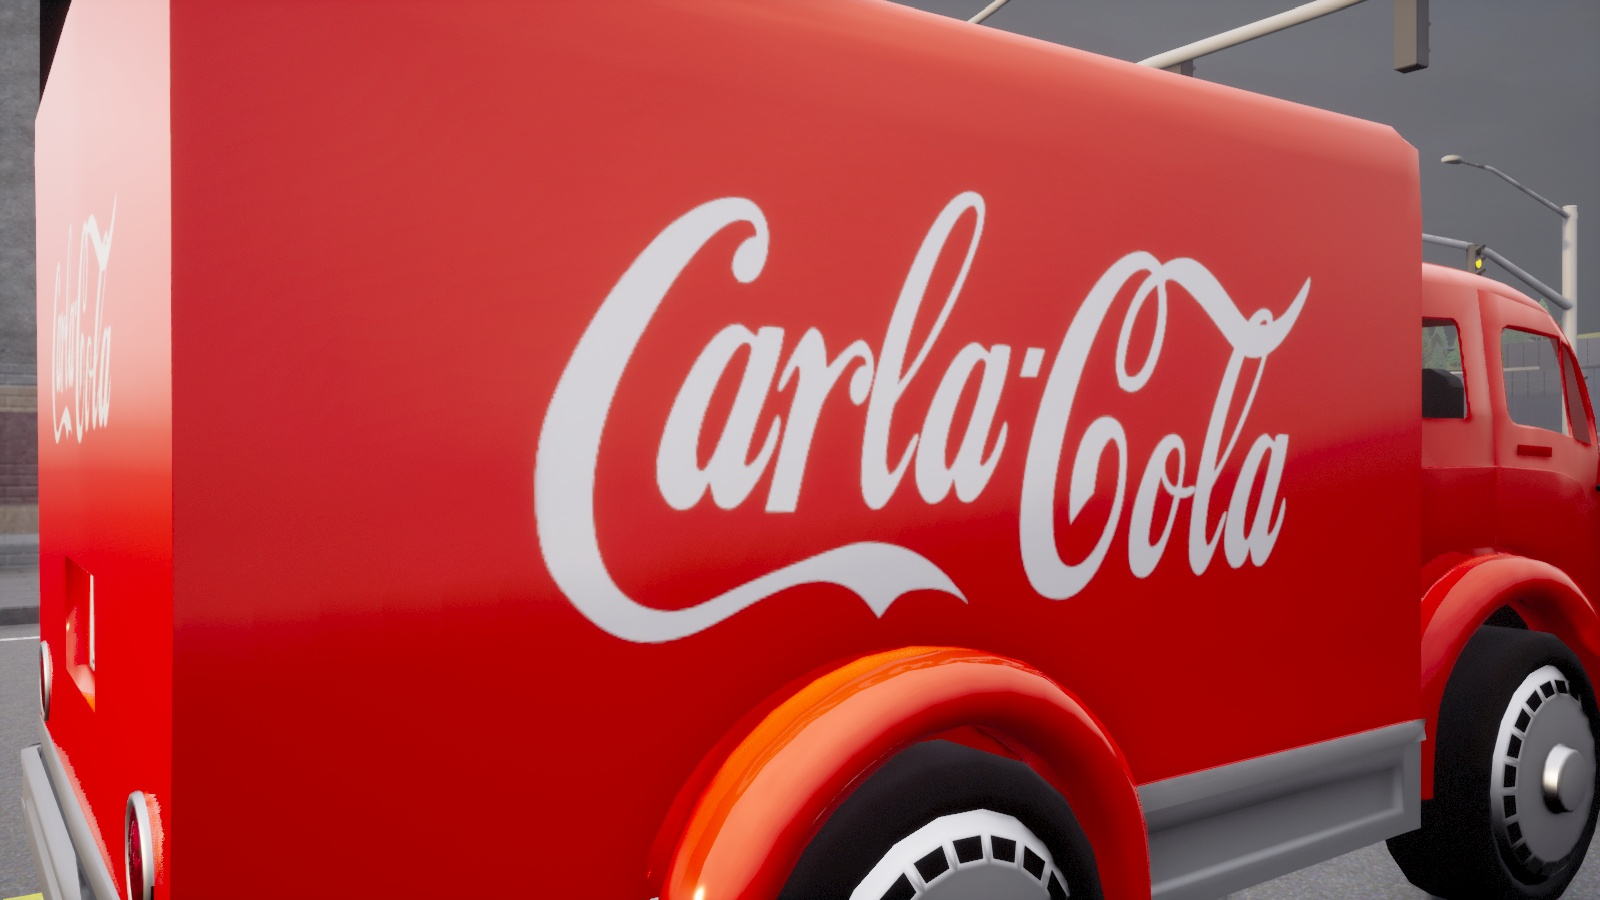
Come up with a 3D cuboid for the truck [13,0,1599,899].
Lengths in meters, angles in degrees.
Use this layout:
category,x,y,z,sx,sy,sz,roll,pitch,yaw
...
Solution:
category,x,y,z,sx,sy,sz,roll,pitch,yaw
truck,0.591,0.267,4.069,5.204,2.467,2.627,0,0,-35
